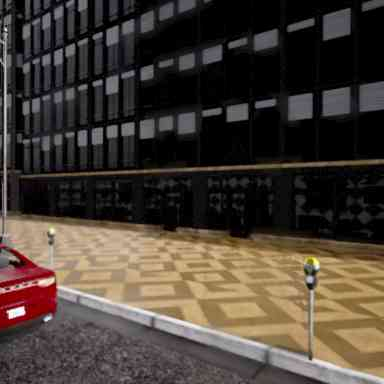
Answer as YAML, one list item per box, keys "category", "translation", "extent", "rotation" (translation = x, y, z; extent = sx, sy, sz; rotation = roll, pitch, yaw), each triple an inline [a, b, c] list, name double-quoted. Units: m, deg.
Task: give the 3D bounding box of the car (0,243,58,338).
- category: "car"
  translation: [-4.234, 1.524, 5.889]
  extent: [4.507, 1.381, 1.887]
  rotation: [0, 0, 35]
